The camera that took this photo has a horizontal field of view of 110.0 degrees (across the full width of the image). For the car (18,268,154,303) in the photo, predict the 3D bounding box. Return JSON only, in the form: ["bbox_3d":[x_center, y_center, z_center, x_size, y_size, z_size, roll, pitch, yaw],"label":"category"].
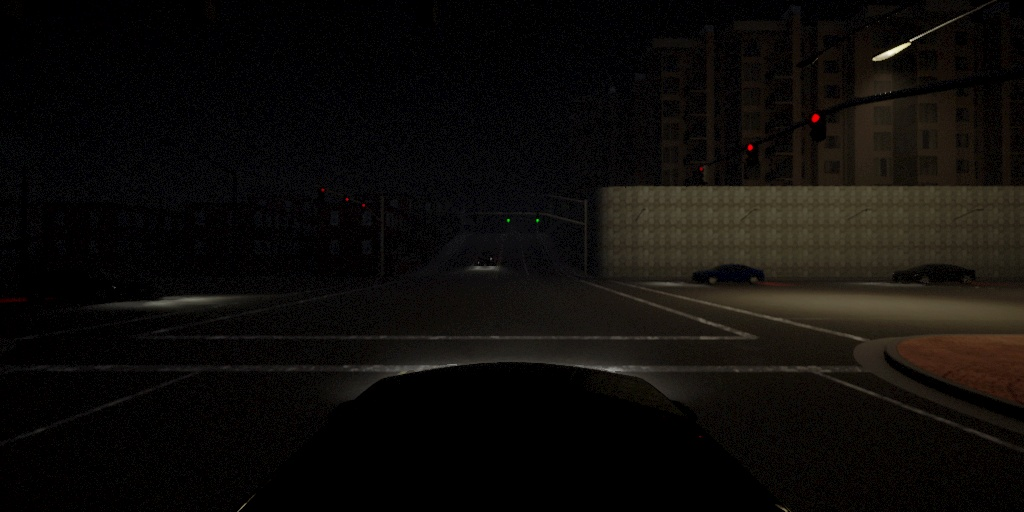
[{"bbox_3d":[-19.890,1.315,16.894,5.008,1.535,1.882,0,0,0],"label":"car"}]

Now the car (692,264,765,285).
[{"bbox_3d":[16.497,1.375,27.475,5.008,1.535,1.882,0,0,0],"label":"car"}]

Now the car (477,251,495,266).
[{"bbox_3d":[-3.502,0.202,48.641,2.097,1.767,4.553,0,7,0],"label":"car"}]

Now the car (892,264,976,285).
[{"bbox_3d":[32.163,1.373,27.423,5.008,1.535,1.882,0,0,0],"label":"car"}]
